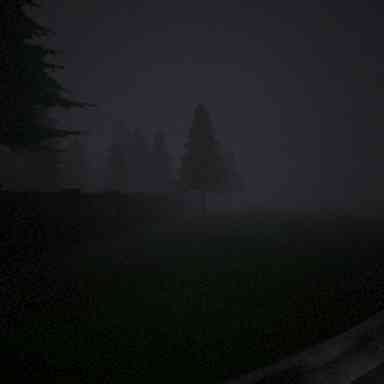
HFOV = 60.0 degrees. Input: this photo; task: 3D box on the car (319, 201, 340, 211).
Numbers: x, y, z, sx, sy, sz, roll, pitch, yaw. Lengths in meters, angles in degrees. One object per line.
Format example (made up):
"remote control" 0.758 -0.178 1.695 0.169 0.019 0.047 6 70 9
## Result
"car" 20.893 2.098 50.716 1.812 1.442 4.674 -1 -1 2
